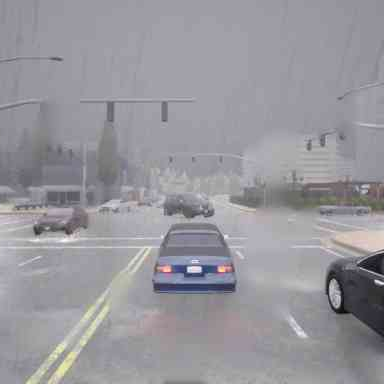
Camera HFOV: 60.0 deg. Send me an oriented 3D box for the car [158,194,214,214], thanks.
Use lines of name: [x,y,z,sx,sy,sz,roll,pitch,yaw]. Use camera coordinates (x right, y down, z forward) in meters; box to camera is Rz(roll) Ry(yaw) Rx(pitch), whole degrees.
car: [-0.469,1.220,29.379,2.150,2.045,5.566,-1,1,-36]

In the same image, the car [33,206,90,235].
car: [-7.158,1.526,18.763,1.812,1.442,4.674,0,0,0]

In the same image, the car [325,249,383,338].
car: [3.548,1.505,4.706,1.837,1.490,4.892,0,0,0]

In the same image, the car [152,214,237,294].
car: [0.055,1.547,8.952,2.033,1.411,5.357,0,0,0]

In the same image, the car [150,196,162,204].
car: [-7.220,1.503,66.710,1.837,1.490,4.892,0,1,0]

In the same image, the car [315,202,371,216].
car: [14.351,1.601,31.871,4.718,1.301,1.895,0,0,1]

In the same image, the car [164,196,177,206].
car: [-3.756,1.499,58.847,1.837,1.490,4.892,0,2,0]

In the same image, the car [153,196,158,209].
car: [-3.733,1.525,44.807,1.812,1.442,4.674,0,0,0]

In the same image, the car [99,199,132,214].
car: [-8.109,1.525,35.697,1.812,1.442,4.674,0,0,14]

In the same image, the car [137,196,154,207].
car: [-7.247,1.507,50.953,1.837,1.490,4.892,0,-1,0]

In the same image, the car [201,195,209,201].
car: [3.245,1.553,84.630,1.994,1.385,4.181,0,0,0]

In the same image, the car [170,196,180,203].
car: [-3.721,1.595,73.412,1.895,1.301,4.718,0,0,0]
